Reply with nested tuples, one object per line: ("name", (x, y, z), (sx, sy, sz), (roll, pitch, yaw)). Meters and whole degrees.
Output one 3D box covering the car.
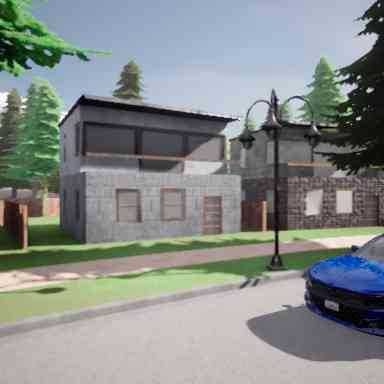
("car", (4.359, 1.468, 6.275), (5.008, 1.535, 1.882), (0, 0, -28))
